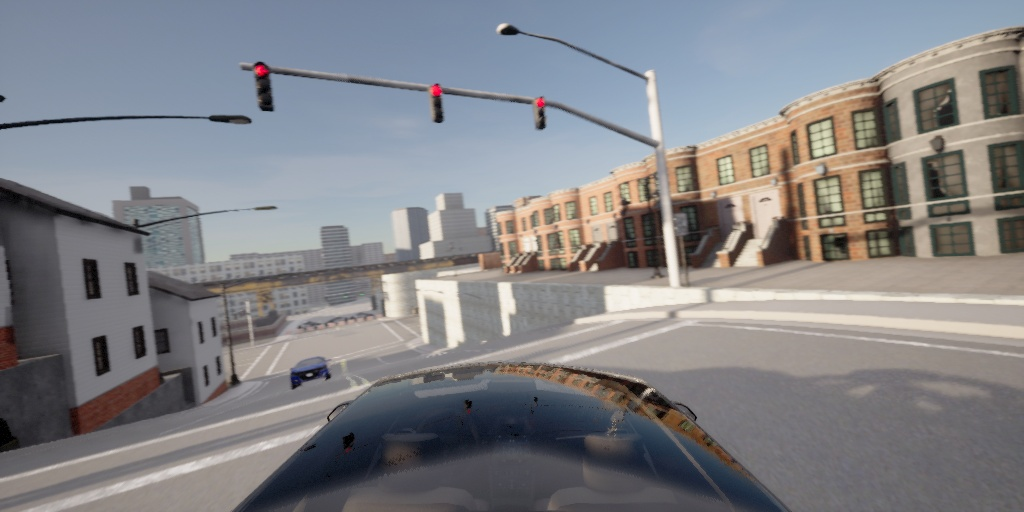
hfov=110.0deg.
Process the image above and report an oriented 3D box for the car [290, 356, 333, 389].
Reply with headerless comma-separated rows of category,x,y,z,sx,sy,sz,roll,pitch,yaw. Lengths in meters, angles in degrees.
car,-11.786,6.740,21.187,1.882,1.535,5.008,-8,-13,-27
